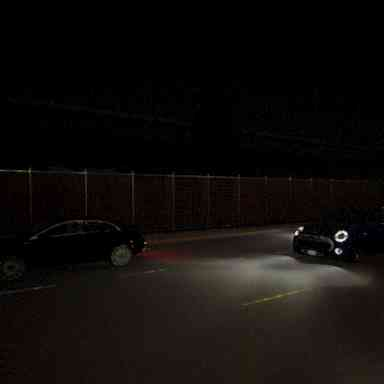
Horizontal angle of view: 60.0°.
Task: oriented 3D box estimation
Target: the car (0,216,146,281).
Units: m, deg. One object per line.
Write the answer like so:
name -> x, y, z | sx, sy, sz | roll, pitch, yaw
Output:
car -> -3.779, 1.491, 9.868 | 4.902, 1.511, 2.128 | 0, 0, -33

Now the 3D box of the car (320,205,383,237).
car -> 9.440, 1.506, 18.456 | 4.892, 1.490, 1.837 | 1, 0, -33

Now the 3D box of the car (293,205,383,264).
car -> 5.720, 1.351, 11.876 | 4.553, 1.767, 2.097 | 0, 0, -33
